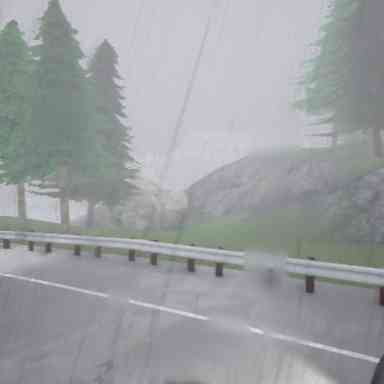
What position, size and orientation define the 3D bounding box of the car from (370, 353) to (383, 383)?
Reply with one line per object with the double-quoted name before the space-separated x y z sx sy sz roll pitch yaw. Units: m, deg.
"car" 3.029 1.528 1.502 4.181 1.385 1.994 0 0 36
